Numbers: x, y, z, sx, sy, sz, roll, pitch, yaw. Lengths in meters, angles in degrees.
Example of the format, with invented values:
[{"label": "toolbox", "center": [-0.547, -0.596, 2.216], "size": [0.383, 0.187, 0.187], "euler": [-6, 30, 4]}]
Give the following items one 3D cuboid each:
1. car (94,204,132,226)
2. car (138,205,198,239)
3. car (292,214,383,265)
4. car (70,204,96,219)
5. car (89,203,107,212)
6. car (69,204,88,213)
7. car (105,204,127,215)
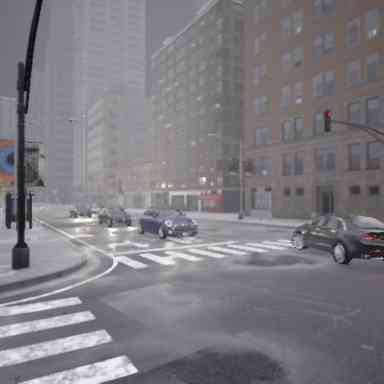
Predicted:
[{"label": "car", "center": [-6.610, 2.059, 28.313], "size": [1.837, 1.490, 4.892], "euler": [0, -1, -30]}, {"label": "car", "center": [-1.494, 1.694, 19.604], "size": [2.097, 1.767, 4.553], "euler": [0, -1, -30]}, {"label": "car", "center": [5.409, 1.573, 12.101], "size": [1.837, 1.490, 4.892], "euler": [2, -1, -8]}, {"label": "car", "center": [-13.341, 2.342, 39.795], "size": [1.837, 1.490, 4.892], "euler": [0, -1, -30]}, {"label": "car", "center": [-16.434, 2.721, 58.058], "size": [1.837, 1.490, 4.892], "euler": [0, -1, -30]}, {"label": "car", "center": [-19.236, 2.760, 56.412], "size": [2.033, 1.411, 5.357], "euler": [0, -1, -30]}, {"label": "car", "center": [-11.351, 2.563, 49.406], "size": [1.994, 1.385, 4.181], "euler": [0, -1, -30]}]
